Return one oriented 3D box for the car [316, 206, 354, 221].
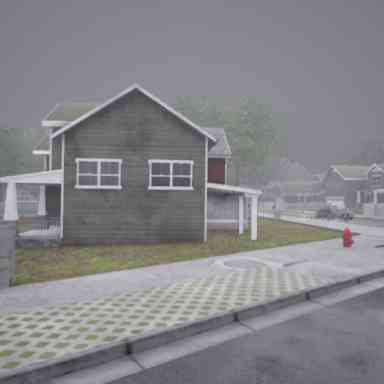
[{"bbox_3d":[13.386,1.981,31.314,1.994,1.385,4.181,1,-1,-5],"label":"car"}]
